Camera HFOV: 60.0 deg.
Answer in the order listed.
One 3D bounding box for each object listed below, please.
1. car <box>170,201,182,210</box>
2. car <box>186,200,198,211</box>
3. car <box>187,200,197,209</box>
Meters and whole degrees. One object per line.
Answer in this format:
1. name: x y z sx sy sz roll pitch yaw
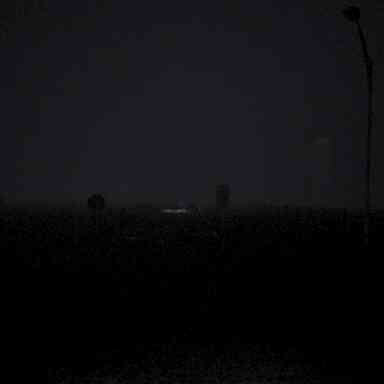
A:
1. car: -2.770 2.198 56.661 1.882 1.535 5.008 0 -1 0
2. car: -0.017 2.189 52.489 1.812 1.442 4.674 0 -1 0
3. car: -0.021 2.296 62.493 1.837 1.490 4.892 0 -1 0
